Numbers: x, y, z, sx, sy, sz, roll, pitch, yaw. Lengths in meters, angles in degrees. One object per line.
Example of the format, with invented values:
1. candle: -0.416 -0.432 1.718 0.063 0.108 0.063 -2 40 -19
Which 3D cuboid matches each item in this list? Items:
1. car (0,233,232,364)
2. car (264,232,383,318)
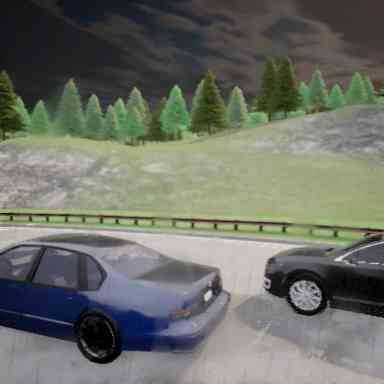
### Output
1. car: -2.102 1.433 5.479 5.357 1.411 2.033 1 1 22
2. car: 3.678 1.413 5.656 4.892 1.490 1.837 1 0 34
